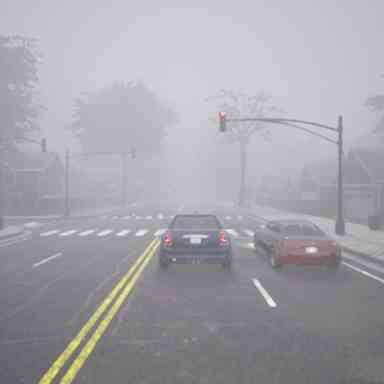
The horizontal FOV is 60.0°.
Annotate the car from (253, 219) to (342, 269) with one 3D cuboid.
[{"bbox_3d":[3.349,1.599,11.321,1.994,1.385,4.181,0,0,0],"label":"car"}]

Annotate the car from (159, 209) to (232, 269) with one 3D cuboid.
[{"bbox_3d":[0.103,1.388,11.427,2.097,1.767,4.553,0,0,0],"label":"car"}]
